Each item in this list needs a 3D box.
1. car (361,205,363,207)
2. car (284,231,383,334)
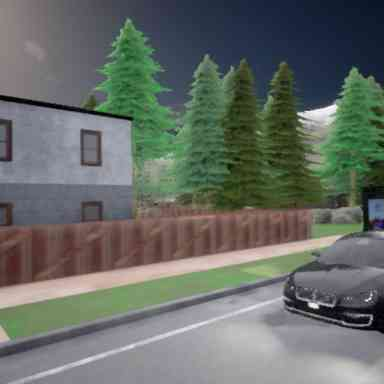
[{"bbox_3d":[31.995,2.325,59.768,3.866,1.878,1.905,0,-2,-40],"label":"car"},{"bbox_3d":[3.931,1.651,7.084,4.892,1.490,1.837,0,-2,-38],"label":"car"}]
